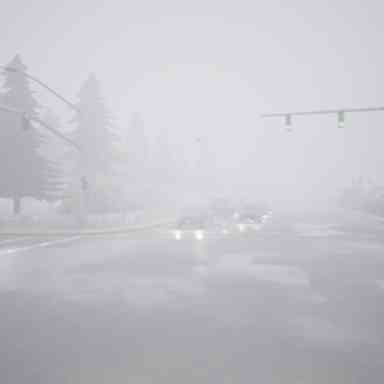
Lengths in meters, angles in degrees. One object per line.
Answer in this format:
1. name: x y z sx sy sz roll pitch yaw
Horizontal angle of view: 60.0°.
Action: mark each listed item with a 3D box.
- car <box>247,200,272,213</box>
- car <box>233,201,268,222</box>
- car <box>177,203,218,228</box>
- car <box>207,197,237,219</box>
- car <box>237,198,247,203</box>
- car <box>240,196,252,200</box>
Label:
1. car: 7.630 1.884 37.848 1.994 1.385 4.181 -1 -1 16
2. car: 5.195 1.803 28.947 2.033 1.411 5.357 -1 -1 15
3. car: 0.330 1.781 24.459 1.812 1.442 4.674 -1 -1 16
4. car: 2.889 1.544 33.822 2.150 2.045 5.566 -1 -1 15
5. car: 5.580 1.942 43.705 2.033 1.411 5.357 -1 -1 15
6. car: 8.932 1.704 55.880 2.150 2.045 5.566 -1 -1 16
